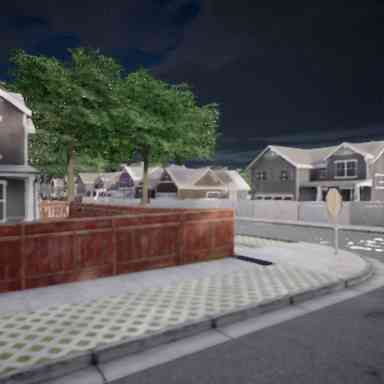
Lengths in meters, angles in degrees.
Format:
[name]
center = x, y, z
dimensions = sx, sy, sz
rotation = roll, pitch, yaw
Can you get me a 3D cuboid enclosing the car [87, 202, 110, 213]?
[car]
center = -11.101, 1.818, 39.579
dimensions = 1.895, 1.301, 4.718
rotation = 0, 0, -35
